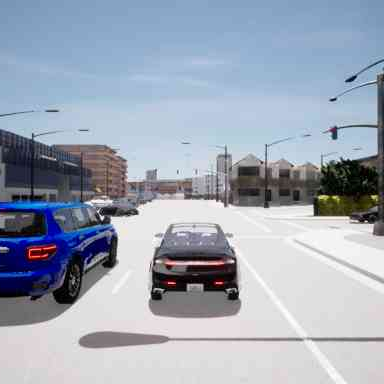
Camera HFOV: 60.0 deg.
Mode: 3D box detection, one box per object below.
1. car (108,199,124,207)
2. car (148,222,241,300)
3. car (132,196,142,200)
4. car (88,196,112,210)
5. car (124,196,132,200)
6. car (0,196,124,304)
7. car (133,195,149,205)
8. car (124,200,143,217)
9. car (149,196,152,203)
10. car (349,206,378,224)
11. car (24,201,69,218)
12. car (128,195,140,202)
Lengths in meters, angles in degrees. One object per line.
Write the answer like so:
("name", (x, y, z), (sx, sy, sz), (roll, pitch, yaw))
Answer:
("car", (-14.127, 2.007, 61.827), (1.895, 1.301, 4.718), (0, 0, 0))
("car", (0.059, 1.506, 8.387), (2.128, 1.511, 4.902), (0, 0, 0))
("car", (-10.644, 1.923, 59.185), (1.837, 1.490, 4.892), (0, 0, 0))
("car", (-14.161, 1.649, 51.378), (2.150, 2.045, 5.566), (0, -1, 0))
("car", (-10.652, 1.752, 49.222), (2.097, 1.767, 4.553), (0, 0, 0))
("car", (-3.442, 1.239, 8.343), (2.150, 2.045, 5.566), (0, 0, 0))
("car", (-10.581, 1.837, 68.758), (1.837, 1.490, 4.892), (0, 1, 0))
("car", (-7.408, 1.817, 33.758), (4.181, 1.385, 1.994), (-1, 0, 38))
("car", (-10.593, 1.736, 79.058), (2.033, 1.411, 5.357), (0, 0, 0))
("car", (15.071, 1.686, 25.515), (5.357, 1.411, 2.033), (0, -1, 0))
("car", (-14.502, 1.726, 33.443), (1.882, 1.535, 5.008), (0, -1, 6))
("car", (-14.095, 1.540, 81.199), (2.097, 1.767, 4.553), (0, 0, 0))
